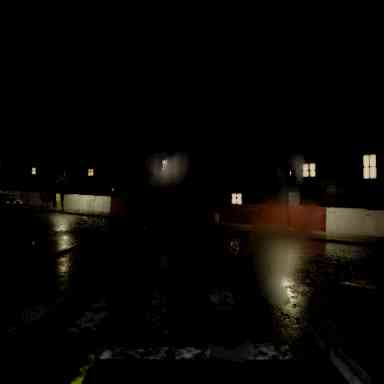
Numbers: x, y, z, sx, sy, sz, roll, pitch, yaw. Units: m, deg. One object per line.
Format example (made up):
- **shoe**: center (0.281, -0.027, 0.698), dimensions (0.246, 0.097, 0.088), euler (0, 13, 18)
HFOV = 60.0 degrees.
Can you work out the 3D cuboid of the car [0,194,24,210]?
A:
- **car**: center (-17.813, 0.895, 30.794), dimensions (5.357, 1.411, 2.033), euler (2, 0, 32)
